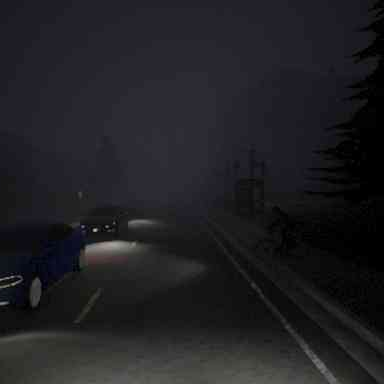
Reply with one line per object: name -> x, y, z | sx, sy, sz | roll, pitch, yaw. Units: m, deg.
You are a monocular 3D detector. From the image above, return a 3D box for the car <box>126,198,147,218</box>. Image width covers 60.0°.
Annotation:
car -> -4.965, 1.297, 28.194 | 1.882, 1.535, 5.008 | -1, 0, -3

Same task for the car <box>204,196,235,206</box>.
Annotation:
car -> 4.118, 1.166, 43.879 | 4.718, 1.301, 1.895 | -1, 1, -19

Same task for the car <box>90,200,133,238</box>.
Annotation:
car -> -4.422, 1.410, 17.143 | 1.837, 1.490, 4.892 | -1, 1, -3

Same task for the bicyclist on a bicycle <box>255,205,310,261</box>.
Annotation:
bicyclist on a bicycle -> 2.618, 1.198, 9.717 | 1.656, 1.620, 0.582 | -3, 1, -3

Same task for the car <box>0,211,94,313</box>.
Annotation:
car -> -3.935, 1.458, 7.800 | 1.882, 1.535, 5.008 | -1, 0, -3
